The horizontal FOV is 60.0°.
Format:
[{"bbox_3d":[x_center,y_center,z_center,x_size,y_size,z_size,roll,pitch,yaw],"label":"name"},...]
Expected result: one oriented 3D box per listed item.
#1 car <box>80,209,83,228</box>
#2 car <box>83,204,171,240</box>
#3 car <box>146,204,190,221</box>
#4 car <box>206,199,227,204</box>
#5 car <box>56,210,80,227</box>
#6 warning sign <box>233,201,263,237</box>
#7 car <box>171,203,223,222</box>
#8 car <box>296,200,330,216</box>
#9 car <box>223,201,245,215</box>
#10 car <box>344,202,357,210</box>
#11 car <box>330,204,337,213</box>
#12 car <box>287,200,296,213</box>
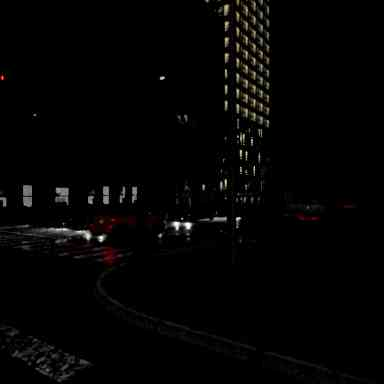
[{"bbox_3d":[-4.883,1.874,23.582,2.033,1.411,5.357,0,-1,33],"label":"car"},{"bbox_3d":[-3.588,1.630,19.289,2.097,1.767,4.553,0,-1,35],"label":"car"},{"bbox_3d":[-2.358,2.002,33.539,1.837,1.490,4.892,0,-1,33],"label":"car"},{"bbox_3d":[3.176,1.902,42.160,2.150,2.045,5.566,0,-1,32],"label":"car"},{"bbox_3d":[-7.540,1.873,25.460,2.033,1.411,5.357,0,-1,33],"label":"car"},{"bbox_3d":[3.124,1.454,18.531,1.300,1.860,1.060,1,1,33],"label":"warning sign"},{"bbox_3d":[0.553,2.055,32.061,2.033,1.411,5.357,0,-1,33],"label":"car"},{"bbox_3d":[16.088,2.066,44.001,2.150,2.045,5.566,0,-1,35],"label":"car"},{"bbox_3d":[6.034,2.180,40.593,2.128,1.511,4.902,0,-1,33],"label":"car"},{"bbox_3d":[31.360,2.789,65.776,1.882,1.535,5.008,0,-1,33],"label":"car"},{"bbox_3d":[21.811,2.596,52.990,1.994,1.385,4.181,0,-1,33],"label":"car"},{"bbox_3d":[15.840,2.142,49.514,2.150,2.045,5.566,0,-1,33],"label":"car"}]
